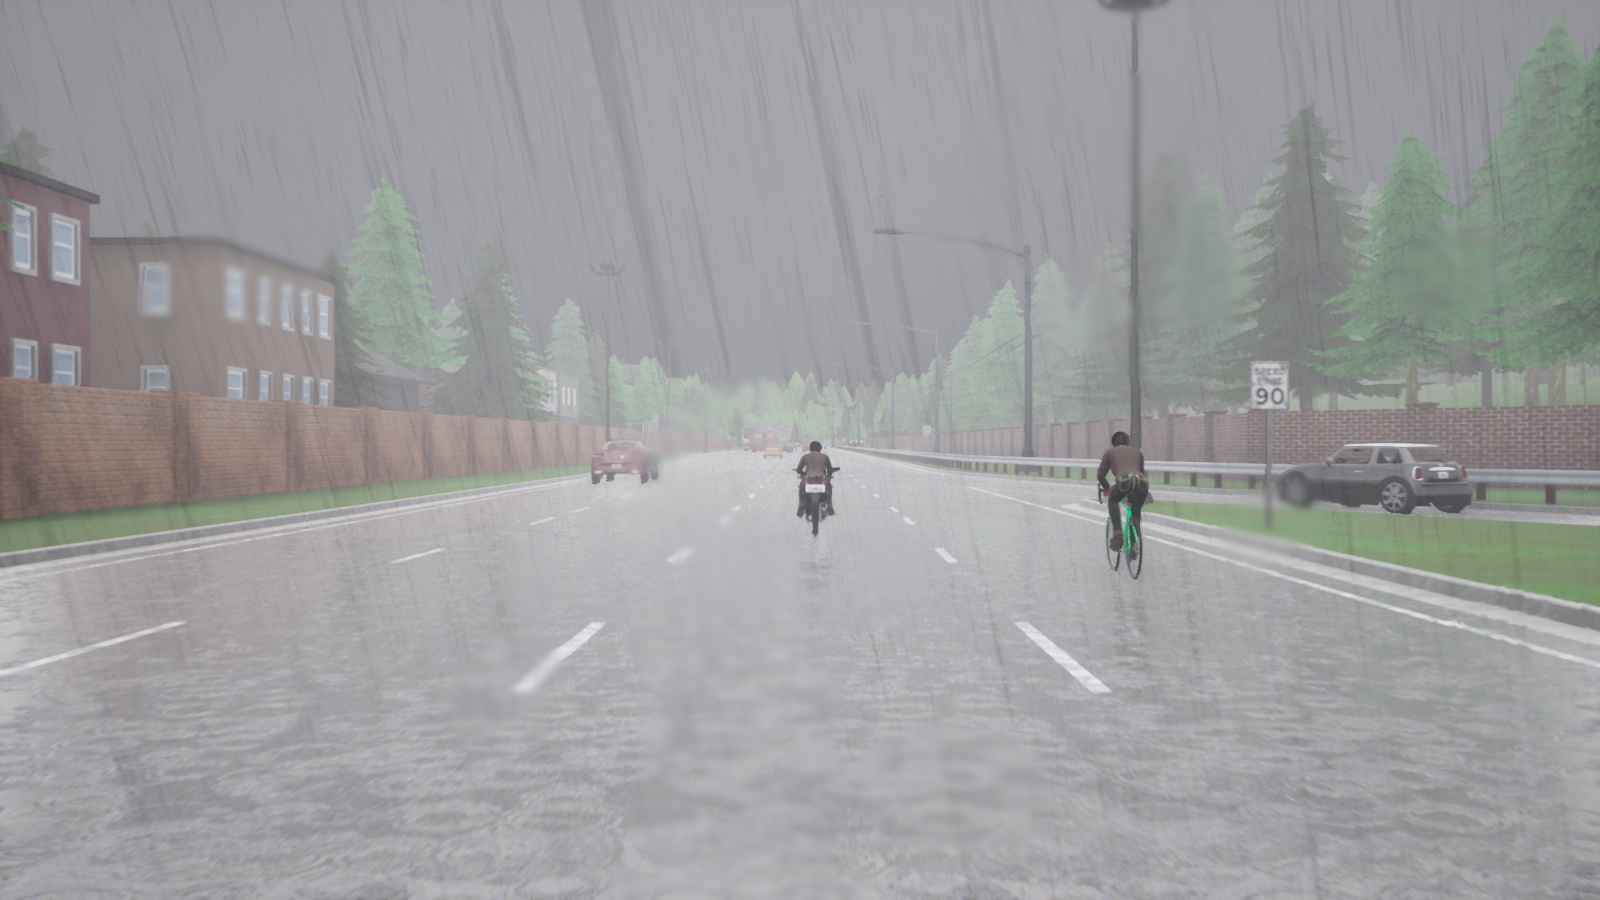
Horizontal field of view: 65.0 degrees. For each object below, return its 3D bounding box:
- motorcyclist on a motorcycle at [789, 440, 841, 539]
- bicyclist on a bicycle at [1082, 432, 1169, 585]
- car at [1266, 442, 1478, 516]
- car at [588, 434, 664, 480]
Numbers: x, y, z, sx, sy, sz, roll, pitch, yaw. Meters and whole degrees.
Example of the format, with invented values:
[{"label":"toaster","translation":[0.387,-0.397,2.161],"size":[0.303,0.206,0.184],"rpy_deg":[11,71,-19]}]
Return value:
[{"label":"motorcyclist on a motorcycle","translation":[0.256,0.612,20.414],"size":[0.797,1.523,2.044],"rpy_deg":[0,0,1]},{"label":"bicyclist on a bicycle","translation":[3.644,0.622,14.166],"size":[0.582,1.620,1.656],"rpy_deg":[0,0,1]},{"label":"car","translation":[12.312,0.568,27.276],"size":[1.970,1.475,3.806],"rpy_deg":[0,0,-26]},{"label":"car","translation":[-6.527,0.251,47.637],"size":[2.152,1.651,5.027],"rpy_deg":[0,0,0]}]
